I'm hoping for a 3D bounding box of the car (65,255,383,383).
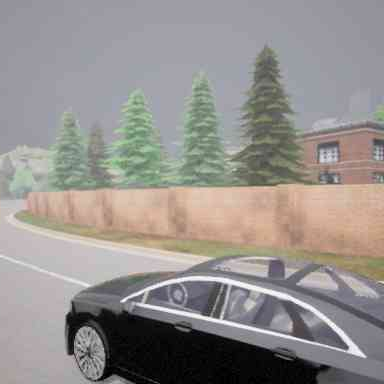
[{"bbox_3d":[0.485,1.513,3.819,4.902,1.511,2.128,-1,0,37],"label":"car"}]

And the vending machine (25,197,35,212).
[{"bbox_3d":[-22.728,1.705,46.644,1.100,2.100,0.880,0,0,-20],"label":"vending machine"}]
